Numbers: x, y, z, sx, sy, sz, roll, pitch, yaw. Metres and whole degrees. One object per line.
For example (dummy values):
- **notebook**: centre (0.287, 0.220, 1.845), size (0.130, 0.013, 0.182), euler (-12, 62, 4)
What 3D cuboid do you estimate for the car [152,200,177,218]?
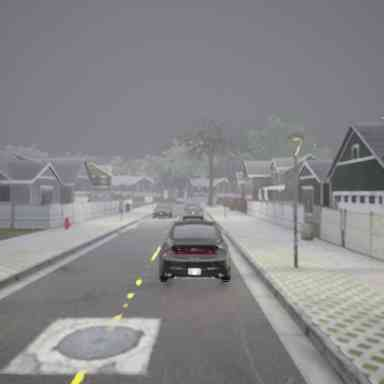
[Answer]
- **car**: centre (-2.848, 1.815, 33.403), size (1.837, 1.490, 4.892), euler (0, -1, 0)

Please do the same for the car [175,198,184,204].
- **car**: centre (-2.751, 2.026, 74.067), size (1.882, 1.535, 5.008), euler (0, 0, 0)

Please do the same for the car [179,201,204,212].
- **car**: centre (0.095, 1.826, 29.830), size (2.033, 1.411, 5.357), euler (0, -1, 0)

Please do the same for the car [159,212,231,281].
- **car**: centre (0.081, 1.603, 10.139), size (1.837, 1.490, 4.892), euler (0, 0, 0)
